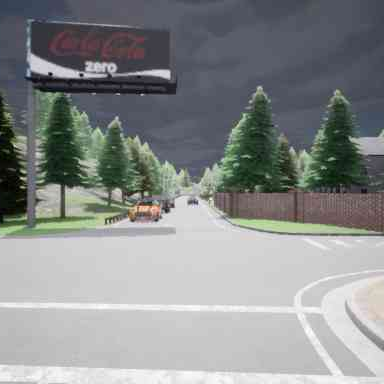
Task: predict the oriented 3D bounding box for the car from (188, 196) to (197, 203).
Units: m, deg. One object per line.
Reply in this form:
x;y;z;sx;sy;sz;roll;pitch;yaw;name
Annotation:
0.158;1.505;68.774;1.837;1.490;4.892;0;0;0;car

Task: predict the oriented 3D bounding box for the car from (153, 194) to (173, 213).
-3.570;1.223;36.509;2.150;2.045;5.566;0;0;0;car

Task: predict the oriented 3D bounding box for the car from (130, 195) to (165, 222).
-3.580;1.352;26.502;2.097;1.767;4.553;0;0;0;car

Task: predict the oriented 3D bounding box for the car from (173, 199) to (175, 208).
-3.553;1.352;47.100;2.097;1.767;4.553;0;0;0;car

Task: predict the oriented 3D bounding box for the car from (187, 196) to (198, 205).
0.144;1.601;58.715;1.895;1.301;4.718;0;0;0;car
